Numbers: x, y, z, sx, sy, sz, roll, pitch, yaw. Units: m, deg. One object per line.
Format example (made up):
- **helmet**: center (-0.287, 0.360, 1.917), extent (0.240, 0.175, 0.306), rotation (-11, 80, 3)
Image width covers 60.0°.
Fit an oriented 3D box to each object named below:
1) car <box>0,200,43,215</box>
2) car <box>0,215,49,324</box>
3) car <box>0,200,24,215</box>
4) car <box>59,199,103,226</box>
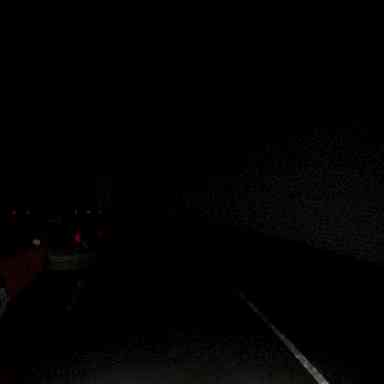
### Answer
- **car**: center (-12.124, 1.390, 23.650), extent (2.097, 1.767, 4.553), rotation (0, 0, -37)
- **car**: center (-4.432, 1.493, 6.960), extent (1.882, 1.535, 5.008), rotation (0, 0, -10)
- **car**: center (-20.737, 1.616, 36.492), extent (5.357, 1.411, 2.033), rotation (0, 0, 37)
- **car**: center (-8.090, 1.369, 23.981), extent (2.097, 1.767, 4.553), rotation (0, 0, -34)
